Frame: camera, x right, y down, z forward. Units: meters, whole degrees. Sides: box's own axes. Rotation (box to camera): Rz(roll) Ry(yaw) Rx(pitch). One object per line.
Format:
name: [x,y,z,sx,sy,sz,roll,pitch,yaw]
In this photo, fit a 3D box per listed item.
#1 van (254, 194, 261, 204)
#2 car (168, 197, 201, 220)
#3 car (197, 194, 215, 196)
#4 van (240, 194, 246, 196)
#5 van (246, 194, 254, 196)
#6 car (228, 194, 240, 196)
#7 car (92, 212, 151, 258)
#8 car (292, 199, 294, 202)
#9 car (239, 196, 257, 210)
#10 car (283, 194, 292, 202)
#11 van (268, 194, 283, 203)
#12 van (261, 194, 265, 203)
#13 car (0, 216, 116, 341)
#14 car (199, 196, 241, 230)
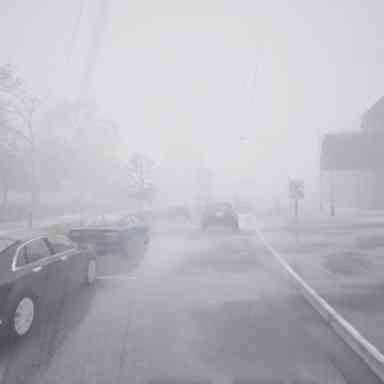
van: [11.722,1.426,65.877,1.878,1.987,4.442,-3,-1,25]
car: [-0.713,1.524,28.748,2.231,1.521,4.892,-3,0,12]
car: [1.846,1.283,39.668,2.435,2.045,5.566,-3,-1,15]
van: [7.199,1.360,55.648,1.878,1.987,4.442,-3,-1,19]
van: [9.373,1.390,60.803,1.878,1.987,4.442,-3,-1,24]
car: [5.270,1.558,50.477,1.946,1.575,5.366,-3,-1,21]
car: [-2.931,1.496,12.862,2.097,1.535,5.008,0,0,5]
car: [26.085,1.922,89.668,2.002,1.452,4.674,-3,-1,36]
car: [6.765,1.578,42.612,1.994,1.385,4.181,-1,0,17]
car: [22.866,1.588,85.135,2.435,2.045,5.566,-3,-1,32]
van: [19.848,1.565,80.534,1.878,1.987,4.442,-3,-1,31]
van: [14.230,1.468,70.861,1.878,1.987,4.442,-3,-1,26]
car: [-3.384,1.494,6.550,2.231,1.521,4.892,0,0,4]
car: [1.889,1.364,21.217,2.097,1.767,4.553,0,0,8]
